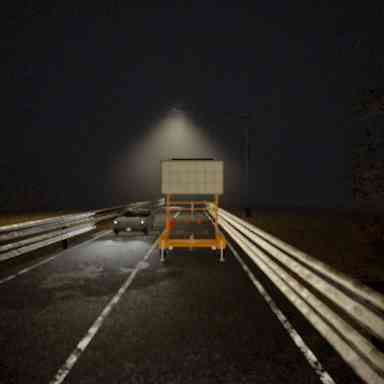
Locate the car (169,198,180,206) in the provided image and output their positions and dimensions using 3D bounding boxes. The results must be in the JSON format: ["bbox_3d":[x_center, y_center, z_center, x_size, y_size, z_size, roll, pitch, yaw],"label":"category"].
[{"bbox_3d":[-3.276,1.785,61.859,2.128,1.511,4.902,0,0,1],"label":"car"}]

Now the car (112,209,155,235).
[{"bbox_3d":[-3.347,1.695,19.816,1.895,1.301,4.718,0,0,0],"label":"car"}]

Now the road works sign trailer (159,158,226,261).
[{"bbox_3d":[0.012,0.525,12.592,2.380,3.560,2.880,0,0,0],"label":"road works sign trailer"}]
